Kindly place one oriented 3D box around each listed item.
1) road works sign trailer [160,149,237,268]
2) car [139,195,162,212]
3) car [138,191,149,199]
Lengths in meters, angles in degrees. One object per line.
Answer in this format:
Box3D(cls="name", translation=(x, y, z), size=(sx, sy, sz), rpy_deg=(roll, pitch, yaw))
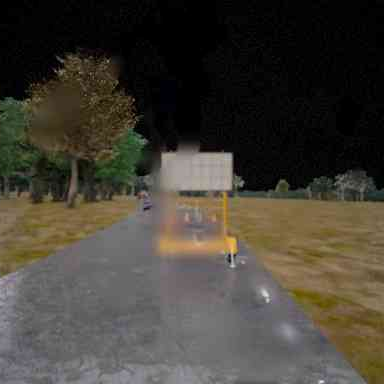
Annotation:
Box3D(cls="road works sign trailer", translation=(0.163, 0.394, 11.058), size=(2.380, 3.560, 2.880), rpy_deg=(0, 0, -1))
Box3D(cls="car", translation=(-4.188, 1.327, 35.254), size=(2.033, 1.411, 5.357), rpy_deg=(0, 0, -5))
Box3D(cls="car", translation=(-10.990, 0.692, 75.071), size=(2.150, 2.045, 5.566), rpy_deg=(0, 0, -14))
